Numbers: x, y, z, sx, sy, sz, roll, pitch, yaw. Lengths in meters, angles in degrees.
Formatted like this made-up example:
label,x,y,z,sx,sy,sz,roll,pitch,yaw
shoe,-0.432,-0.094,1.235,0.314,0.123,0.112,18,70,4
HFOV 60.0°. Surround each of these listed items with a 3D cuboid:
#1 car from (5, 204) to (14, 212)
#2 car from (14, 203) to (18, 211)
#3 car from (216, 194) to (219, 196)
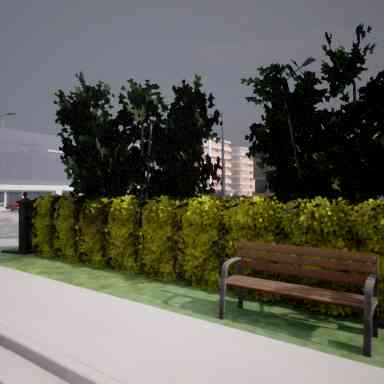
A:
label,x,y,z,sx,sy,sz,roll,pitch,yaw
car,-18.648,1.553,38.243,1.895,1.301,4.718,0,0,35
car,-16.058,1.553,35.854,1.895,1.301,4.718,0,0,36
car,3.757,0.519,63.979,2.150,2.045,5.566,0,1,35
